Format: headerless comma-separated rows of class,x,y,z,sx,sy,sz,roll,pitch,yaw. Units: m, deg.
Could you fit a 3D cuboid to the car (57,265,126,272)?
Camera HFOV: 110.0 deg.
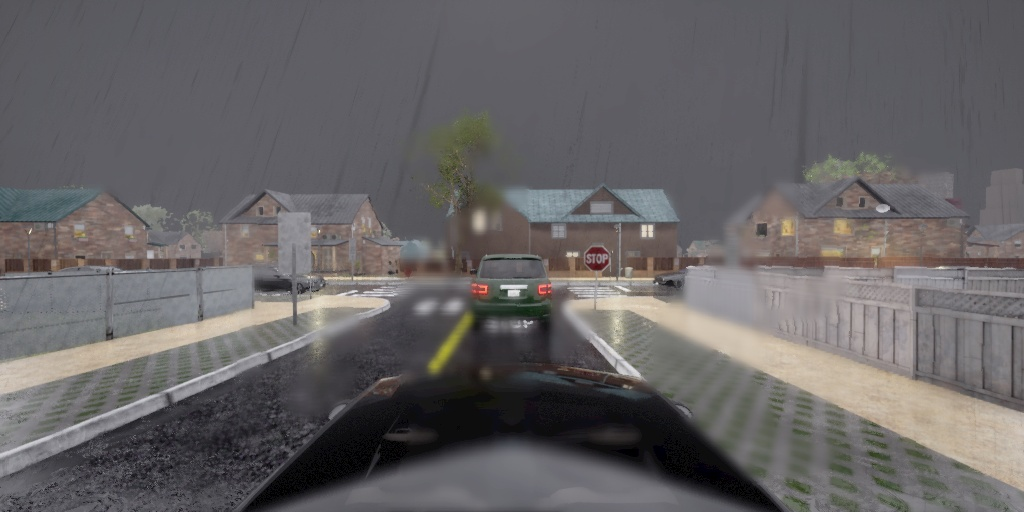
car,-22.420,1.249,19.513,5.008,1.535,1.882,0,1,2

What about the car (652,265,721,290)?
car,11.338,1.248,21.382,5.357,1.411,2.033,0,1,2

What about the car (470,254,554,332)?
car,-0.124,0.967,11.081,2.150,2.045,5.566,0,0,-4

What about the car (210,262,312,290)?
car,-15.427,1.194,22.237,4.902,1.511,2.128,0,1,2

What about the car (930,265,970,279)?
car,25.572,1.259,21.078,4.181,1.385,1.994,0,1,0

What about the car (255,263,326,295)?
car,-12.501,1.301,19.195,4.674,1.442,1.812,0,1,2
